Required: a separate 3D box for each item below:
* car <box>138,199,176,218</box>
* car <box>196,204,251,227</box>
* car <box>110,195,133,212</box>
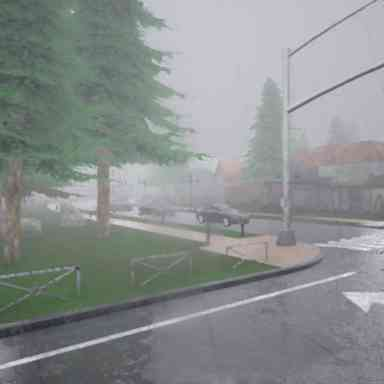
[{"bbox_3d":[-3.452,1.506,32.508,2.097,1.767,4.553,0,0,-35],"label":"car"},{"bbox_3d":[2.206,1.659,24.449,1.837,1.490,4.892,0,0,-35],"label":"car"},{"bbox_3d":[-8.906,1.506,40.758,2.097,1.767,4.553,0,0,-32],"label":"car"}]
